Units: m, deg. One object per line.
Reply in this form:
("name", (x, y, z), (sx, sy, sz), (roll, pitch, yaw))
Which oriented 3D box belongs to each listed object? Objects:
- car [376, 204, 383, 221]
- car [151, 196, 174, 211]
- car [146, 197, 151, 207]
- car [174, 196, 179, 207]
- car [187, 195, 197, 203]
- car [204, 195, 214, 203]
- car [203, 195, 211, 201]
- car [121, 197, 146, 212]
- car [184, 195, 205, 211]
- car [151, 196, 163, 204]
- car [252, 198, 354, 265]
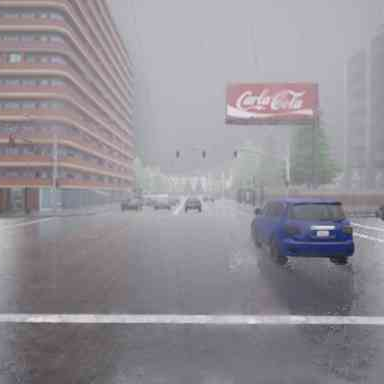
("car", (16.293, 1.211, 23.817), (5.566, 2.045, 2.150), (0, 0, 0))
("car", (-3.547, 1.507, 41.023), (1.812, 1.442, 4.674), (0, 0, 0))
("car", (-7.037, 1.465, 50.266), (2.128, 1.511, 4.902), (0, 0, 0))
("car", (-3.531, 1.539, 51.377), (1.994, 1.385, 4.181), (0, 0, 0))
("car", (0.067, 1.491, 73.591), (2.128, 1.511, 4.902), (0, 0, 0))
("car", (3.564, 1.319, 70.446), (2.097, 1.767, 4.553), (0, 0, 0))
("car", (3.572, 1.434, 79.270), (1.812, 1.442, 4.674), (0, 0, 0))
("car", (-7.052, 1.460, 39.373), (1.882, 1.535, 5.008), (0, 0, 0))
("car", (0.136, 1.473, 39.758), (2.128, 1.511, 4.902), (0, 0, 0))
("car", (-6.956, 1.570, 65.895), (1.895, 1.301, 4.718), (0, 0, 1))
("car", (3.609, 1.218, 11.839), (2.150, 2.045, 5.566), (0, 0, 0))
